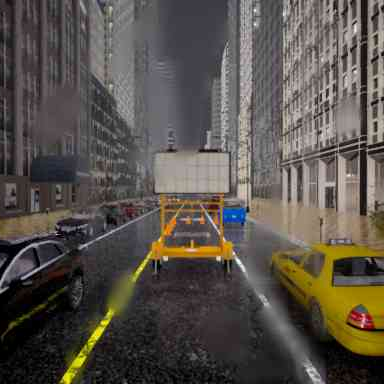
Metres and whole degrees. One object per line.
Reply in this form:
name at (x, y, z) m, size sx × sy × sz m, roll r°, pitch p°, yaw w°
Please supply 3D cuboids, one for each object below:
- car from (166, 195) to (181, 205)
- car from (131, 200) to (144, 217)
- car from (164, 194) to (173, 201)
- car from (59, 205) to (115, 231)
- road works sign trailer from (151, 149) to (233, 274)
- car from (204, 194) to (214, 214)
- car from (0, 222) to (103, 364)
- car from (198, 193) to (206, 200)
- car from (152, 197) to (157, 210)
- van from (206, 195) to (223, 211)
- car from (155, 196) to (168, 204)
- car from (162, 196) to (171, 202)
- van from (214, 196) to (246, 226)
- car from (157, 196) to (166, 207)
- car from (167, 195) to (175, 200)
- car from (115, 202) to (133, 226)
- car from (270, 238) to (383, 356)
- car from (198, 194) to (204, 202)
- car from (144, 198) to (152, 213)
car at (-3.034, 1.337, 56.607) m, size 2.097 × 1.767 × 4.553 m, roll 0°, pitch 0°, yaw 1°
car at (-5.693, 1.538, 28.838) m, size 1.887 × 1.381 × 4.507 m, roll -1°, pitch 0°, yaw 0°
car at (-5.686, 1.419, 79.991) m, size 1.967 × 1.590 × 4.097 m, roll -1°, pitch 0°, yaw 0°
car at (-5.695, 1.547, 17.471) m, size 2.008 × 1.369 × 4.403 m, roll -1°, pitch 0°, yaw 0°
road works sign trailer at (0.003, 0.462, 10.502) m, size 2.380 × 3.560 × 2.880 m, roll 0°, pitch 0°, yaw 0°
car at (2.686, 1.307, 34.520) m, size 2.192 × 1.841 × 5.009 m, roll -1°, pitch 0°, yaw 0°
car at (-3.102, 1.490, 4.948) m, size 2.128 × 1.511 × 4.902 m, roll 0°, pitch 0°, yaw 0°
car at (2.695, 1.290, 91.357) m, size 2.192 × 1.841 × 5.009 m, roll -1°, pitch 0°, yaw 0°
car at (-5.691, 1.572, 40.206) m, size 1.802 × 1.307 × 4.206 m, roll -1°, pitch 0°, yaw 0°
van at (2.687, 1.332, 40.204) m, size 1.690 × 1.788 × 3.998 m, roll -1°, pitch 0°, yaw 0°
car at (-5.687, 1.535, 62.940) m, size 2.008 × 1.369 × 4.403 m, roll -1°, pitch 0°, yaw 0°
car at (-5.685, 1.563, 74.307) m, size 1.802 × 1.307 × 4.206 m, roll -1°, pitch 0°, yaw 0°
van at (2.685, 1.336, 23.153) m, size 1.690 × 1.788 × 3.998 m, roll -1°, pitch 0°, yaw 0°
car at (-5.690, 1.538, 51.573) m, size 2.008 × 1.369 × 4.403 m, roll -1°, pitch 0°, yaw 0°
car at (-5.683, 1.501, 91.189) m, size 1.752 × 1.417 × 4.829 m, roll -1°, pitch 0°, yaw 0°
car at (-5.694, 1.560, 23.155) m, size 1.947 × 1.339 × 4.313 m, roll -1°, pitch 0°, yaw 0°
car at (2.684, 1.524, 6.272) m, size 1.752 × 1.417 × 4.829 m, roll -1°, pitch 0°, yaw 0°
car at (2.693, 1.535, 62.938) m, size 2.008 × 1.369 × 4.403 m, roll -1°, pitch 0°, yaw 0°
car at (-5.693, 1.543, 34.522) m, size 2.008 × 1.369 × 4.403 m, roll -1°, pitch 0°, yaw 0°
